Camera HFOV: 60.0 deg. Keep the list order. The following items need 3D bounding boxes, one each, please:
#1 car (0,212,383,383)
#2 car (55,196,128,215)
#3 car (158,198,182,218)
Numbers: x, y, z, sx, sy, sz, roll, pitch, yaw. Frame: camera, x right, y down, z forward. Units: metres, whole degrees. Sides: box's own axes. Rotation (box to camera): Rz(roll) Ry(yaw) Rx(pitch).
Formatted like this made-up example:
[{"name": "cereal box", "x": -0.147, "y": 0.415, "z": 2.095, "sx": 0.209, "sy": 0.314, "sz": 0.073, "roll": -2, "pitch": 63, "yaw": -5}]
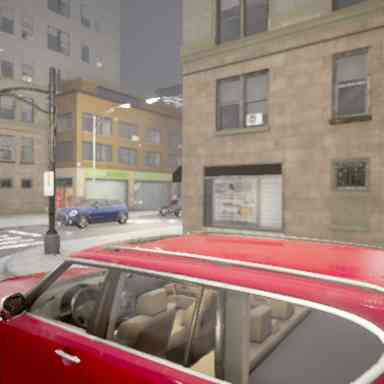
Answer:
[{"name": "car", "x": -0.206, "y": 1.301, "z": 2.960, "sx": 5.009, "sy": 1.841, "sz": 2.192, "roll": 1, "pitch": 0, "yaw": 36}, {"name": "car", "x": -6.083, "y": 1.158, "z": 20.284, "sx": 2.097, "sy": 1.767, "sz": 4.553, "roll": 1, "pitch": 1, "yaw": 36}, {"name": "car", "x": -0.787, "y": 1.270, "z": 27.692, "sx": 1.837, "sy": 1.490, "sz": 4.892, "roll": 1, "pitch": 1, "yaw": 36}]
